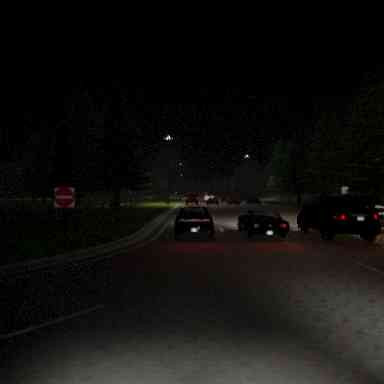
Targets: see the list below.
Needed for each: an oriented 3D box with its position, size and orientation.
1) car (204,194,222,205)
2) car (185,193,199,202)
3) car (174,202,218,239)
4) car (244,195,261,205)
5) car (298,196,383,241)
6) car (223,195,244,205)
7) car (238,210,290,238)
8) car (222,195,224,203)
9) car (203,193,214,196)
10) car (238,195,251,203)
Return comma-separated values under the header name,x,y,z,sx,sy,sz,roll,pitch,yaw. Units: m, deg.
name,x,y,z,sx,sy,sz,roll,pitch,yaw
car,3.503,1.518,56.973,1.994,1.385,4.181,0,0,0
car,0.003,1.176,56.586,2.150,2.045,5.566,0,0,0
car,0.101,1.478,17.262,2.128,1.511,4.902,0,0,0
car,10.503,1.480,56.972,1.812,1.442,4.674,0,0,0
car,7.101,1.208,16.674,2.150,2.045,5.566,0,0,0
car,7.003,1.502,56.556,2.033,1.411,5.357,0,0,0
car,3.601,1.587,17.615,1.895,1.301,4.718,0,0,0
car,7.004,1.313,66.946,2.097,1.767,4.553,0,0,0
car,3.504,1.179,67.006,2.150,2.045,5.566,0,0,0
car,10.504,1.436,66.976,1.837,1.490,4.892,0,0,0
